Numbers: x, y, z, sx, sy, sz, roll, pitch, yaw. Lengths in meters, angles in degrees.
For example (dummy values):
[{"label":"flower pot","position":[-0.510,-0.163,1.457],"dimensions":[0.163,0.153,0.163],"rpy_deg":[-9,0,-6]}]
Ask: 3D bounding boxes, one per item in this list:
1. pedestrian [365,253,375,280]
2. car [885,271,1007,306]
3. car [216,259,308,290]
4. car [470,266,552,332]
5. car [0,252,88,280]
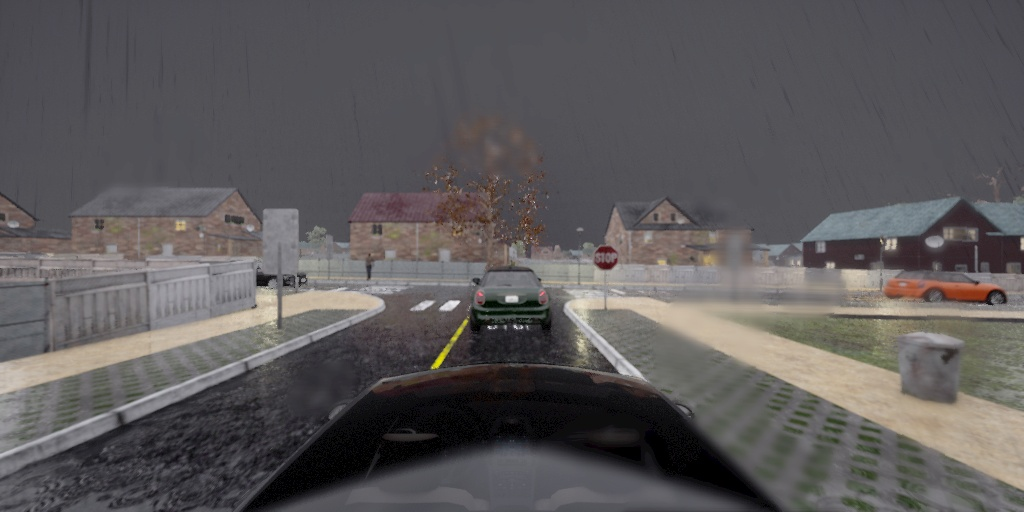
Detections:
[{"label":"pedestrian","position":[-9.706,0.692,24.368],"dimensions":[0.375,1.860,0.375],"rpy_deg":[0,-1,0]},{"label":"car","position":[22.567,1.608,18.731],"dimensions":[4.553,1.767,2.097],"rpy_deg":[1,0,0]},{"label":"car","position":[-13.243,0.938,18.483],"dimensions":[5.008,1.535,1.882],"rpy_deg":[1,0,0]},{"label":"car","position":[-0.140,1.071,10.949],"dimensions":[2.097,1.767,4.553],"rpy_deg":[0,0,-4]},{"label":"car","position":[-24.904,0.602,18.410],"dimensions":[4.553,1.767,2.097],"rpy_deg":[1,0,0]}]
